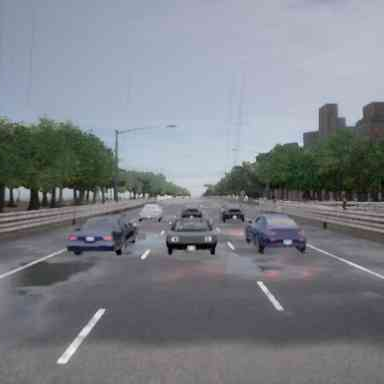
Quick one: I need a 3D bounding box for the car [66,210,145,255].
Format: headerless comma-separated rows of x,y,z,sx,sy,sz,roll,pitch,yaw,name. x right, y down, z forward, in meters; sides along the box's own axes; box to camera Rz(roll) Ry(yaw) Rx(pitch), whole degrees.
-3.516,1.685,13.980,2.033,1.411,5.357,0,-1,0,car

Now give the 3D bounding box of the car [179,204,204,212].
-0.030,1.790,29.287,1.837,1.490,4.892,0,0,0,car

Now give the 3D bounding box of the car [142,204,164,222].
-3.529,1.808,29.366,1.812,1.442,4.674,0,0,0,car

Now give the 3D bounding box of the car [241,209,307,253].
3.489,1.668,14.382,1.812,1.442,4.674,0,0,0,car

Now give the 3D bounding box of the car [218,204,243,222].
3.470,1.790,29.294,1.837,1.490,4.892,0,0,0,car

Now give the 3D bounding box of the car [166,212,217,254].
-0.015,1.740,14.105,1.895,1.301,4.718,0,-1,0,car
